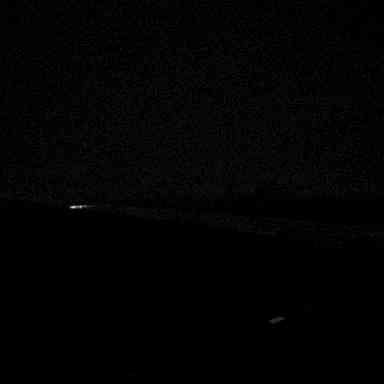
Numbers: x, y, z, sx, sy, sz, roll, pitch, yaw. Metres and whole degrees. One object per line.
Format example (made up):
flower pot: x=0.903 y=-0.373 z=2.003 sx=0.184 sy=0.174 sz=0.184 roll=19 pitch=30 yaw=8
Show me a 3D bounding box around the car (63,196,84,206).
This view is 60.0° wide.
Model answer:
car: x=-18.060 y=1.316 z=50.455 sx=2.033 sy=1.411 sz=5.357 roll=-2 pitch=1 yaw=-35
